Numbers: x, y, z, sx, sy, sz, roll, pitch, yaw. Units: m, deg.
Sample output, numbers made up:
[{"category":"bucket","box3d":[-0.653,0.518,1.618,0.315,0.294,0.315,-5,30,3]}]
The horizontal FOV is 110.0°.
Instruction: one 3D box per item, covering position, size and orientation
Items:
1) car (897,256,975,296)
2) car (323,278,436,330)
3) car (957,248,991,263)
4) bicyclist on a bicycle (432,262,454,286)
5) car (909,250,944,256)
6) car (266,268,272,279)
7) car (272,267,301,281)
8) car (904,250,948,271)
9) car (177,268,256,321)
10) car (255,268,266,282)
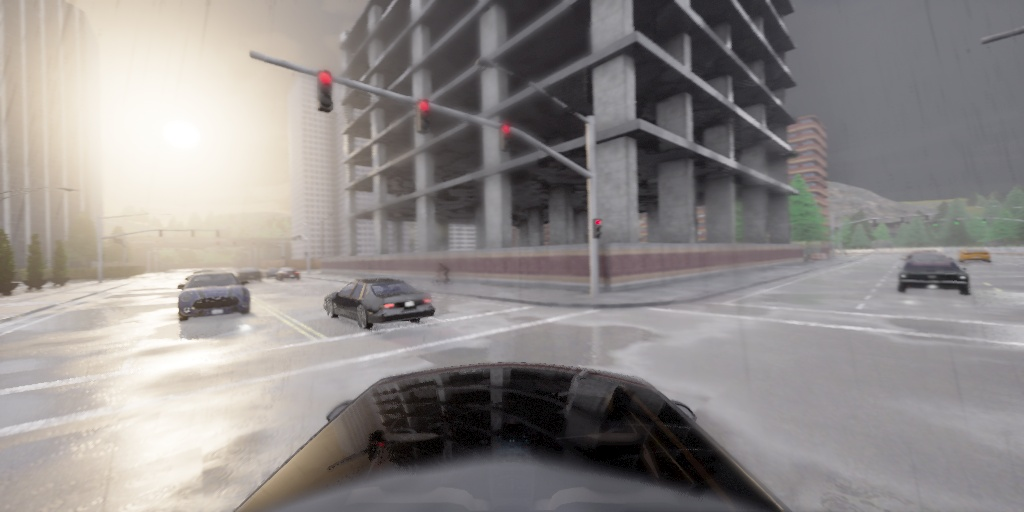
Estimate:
[{"category":"car","box3d":[17.687,0.841,15.147,4.718,1.301,1.895,-2,0,-42]},{"category":"car","box3d":[-4.597,1.449,11.966,2.033,1.411,5.357,-2,0,-43]},{"category":"car","box3d":[47.792,-0.105,37.147,5.008,1.535,1.882,-2,0,-42]},{"category":"bicyclist on a bicycle","box3d":[-4.665,1.200,24.260,1.656,1.620,0.582,-2,0,-41]},{"category":"car","box3d":[25.290,0.510,21.892,5.008,1.535,1.882,-2,0,-41]},{"category":"car","box3d":[-30.834,2.166,46.519,1.994,1.385,4.181,-2,0,-41]},{"category":"car","box3d":[-24.996,1.971,39.993,1.812,1.442,4.674,-2,0,-41]},{"category":"car","box3d":[32.970,0.313,28.638,4.902,1.511,2.128,-2,0,-42]},{"category":"car","box3d":[-12.058,1.455,14.538,2.097,1.767,4.553,-2,0,-41]},{"category":"car","box3d":[-27.406,1.989,37.430,1.882,1.535,5.008,-2,0,-41]}]
